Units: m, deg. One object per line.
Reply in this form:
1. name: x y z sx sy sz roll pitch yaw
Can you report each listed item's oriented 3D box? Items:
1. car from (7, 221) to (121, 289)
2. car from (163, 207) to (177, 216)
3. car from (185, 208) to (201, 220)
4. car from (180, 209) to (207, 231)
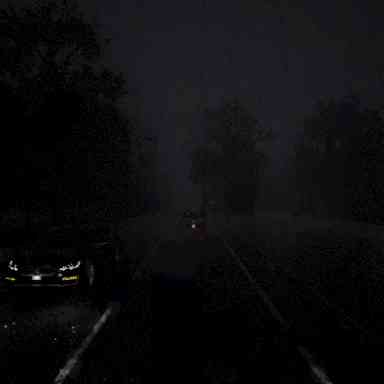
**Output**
1. car: -3.349 1.641 9.602 1.837 1.490 4.892 0 -1 0
2. car: -3.318 3.080 51.603 1.994 1.385 4.181 0 -2 0
3. car: 0.105 2.722 41.776 1.895 1.301 4.718 0 -2 0
4. car: 0.103 2.099 24.674 1.895 1.301 4.718 0 -2 0
